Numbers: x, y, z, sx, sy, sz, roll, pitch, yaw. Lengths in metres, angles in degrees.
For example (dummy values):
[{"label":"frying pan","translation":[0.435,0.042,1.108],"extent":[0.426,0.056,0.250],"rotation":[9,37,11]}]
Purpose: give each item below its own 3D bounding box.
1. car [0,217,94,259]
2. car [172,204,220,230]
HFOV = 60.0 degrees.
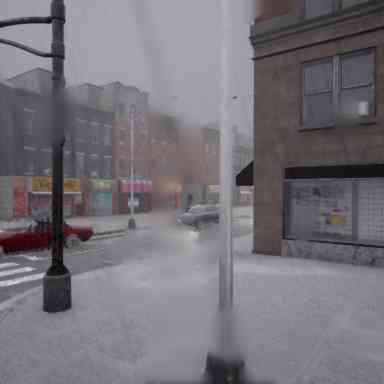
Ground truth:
[{"label":"car","translation":[-6.133,1.620,12.329],"extent":[1.895,1.301,4.718],"rotation":[0,0,35]},{"label":"car","translation":[0.647,1.563,21.861],"extent":[1.837,1.490,4.892],"rotation":[0,-1,35]}]
